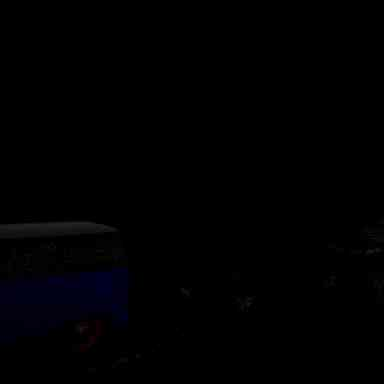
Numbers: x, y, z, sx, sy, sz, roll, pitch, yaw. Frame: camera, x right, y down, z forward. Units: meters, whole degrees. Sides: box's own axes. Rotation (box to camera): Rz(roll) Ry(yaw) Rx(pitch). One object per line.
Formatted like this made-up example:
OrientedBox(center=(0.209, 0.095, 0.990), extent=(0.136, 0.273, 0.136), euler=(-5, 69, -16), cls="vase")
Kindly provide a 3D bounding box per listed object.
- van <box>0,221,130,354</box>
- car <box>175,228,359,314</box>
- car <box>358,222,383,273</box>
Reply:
OrientedBox(center=(-2.847, 1.341, 4.512), extent=(3.998, 1.788, 1.690), euler=(0, 0, -35), cls="van")
OrientedBox(center=(1.665, 1.595, 7.657), extent=(4.313, 1.339, 1.947), euler=(0, 0, -35), cls="car")
OrientedBox(center=(6.178, 1.640, 10.803), extent=(4.206, 1.307, 1.802), euler=(0, 0, -35), cls="car")
